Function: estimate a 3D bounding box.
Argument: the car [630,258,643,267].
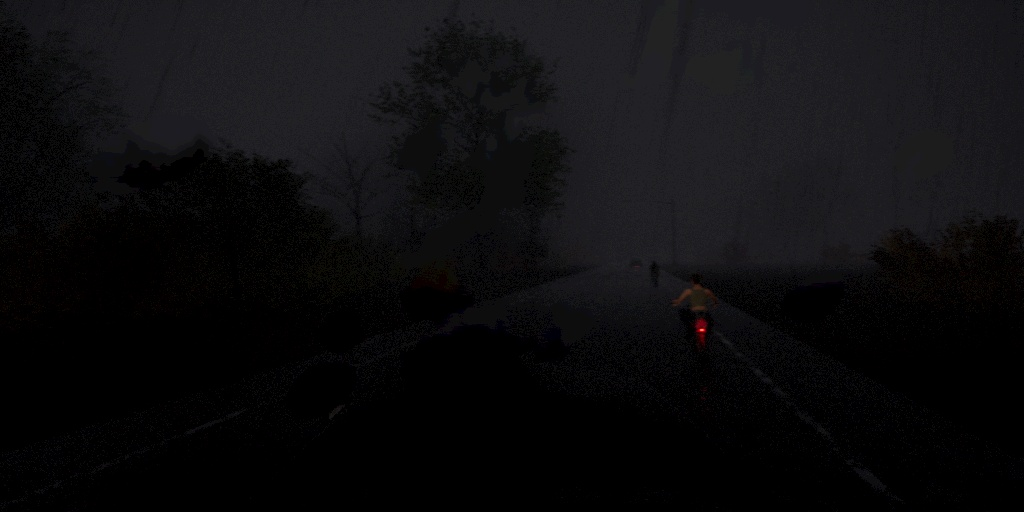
[{"bbox_3d":[20.630,1.102,59.493,1.837,1.490,4.892,-2,0,19],"label":"car"}]

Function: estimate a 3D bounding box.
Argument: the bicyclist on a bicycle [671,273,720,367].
[{"bbox_3d":[3.478,1.129,6.747,0.866,1.612,1.509,-2,0,19],"label":"bicyclist on a bicycle"}]

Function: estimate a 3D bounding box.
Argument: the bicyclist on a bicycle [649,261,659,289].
[{"bbox_3d":[8.395,1.117,21.085,0.582,1.620,1.656,-2,-1,19],"label":"bicyclist on a bicycle"}]
